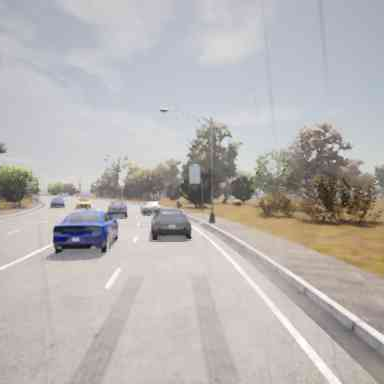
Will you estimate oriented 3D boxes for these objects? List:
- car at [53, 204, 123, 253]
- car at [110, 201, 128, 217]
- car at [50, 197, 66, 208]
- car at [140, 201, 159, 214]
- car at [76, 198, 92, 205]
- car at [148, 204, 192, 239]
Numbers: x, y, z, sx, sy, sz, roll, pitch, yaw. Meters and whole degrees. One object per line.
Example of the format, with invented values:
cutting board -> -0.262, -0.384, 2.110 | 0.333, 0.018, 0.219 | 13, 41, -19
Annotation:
car -> -4.254, 1.496, 13.960 | 1.882, 1.535, 5.008 | 0, 0, -5
car -> -7.174, 1.580, 31.975 | 2.033, 1.411, 5.357 | 0, 0, -13
car -> -19.596, 1.531, 48.749 | 1.882, 1.535, 5.008 | 0, 0, -19
car -> -4.406, 1.633, 35.399 | 1.895, 1.301, 4.718 | 0, 0, -14
car -> -14.694, 1.526, 45.211 | 1.882, 1.535, 5.008 | 0, 0, -18
car -> -1.168, 1.578, 17.622 | 1.994, 1.385, 4.181 | 0, 0, -7
